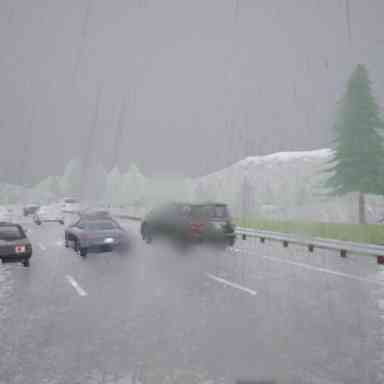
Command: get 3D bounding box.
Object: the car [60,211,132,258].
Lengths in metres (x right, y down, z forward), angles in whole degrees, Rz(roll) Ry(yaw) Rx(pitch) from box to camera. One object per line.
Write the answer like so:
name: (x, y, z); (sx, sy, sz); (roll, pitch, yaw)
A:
car: (-3.980, 1.727, 13.764); (1.994, 1.385, 4.181); (1, -1, -30)

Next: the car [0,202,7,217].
car: (-20.939, 1.874, 35.782); (1.812, 1.442, 4.674); (1, -1, -30)

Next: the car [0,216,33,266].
car: (-6.638, 1.714, 11.359); (1.895, 1.301, 4.718); (1, -1, -30)

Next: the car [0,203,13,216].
car: (-14.557, 1.769, 24.921); (1.812, 1.442, 4.674); (1, -1, -30)

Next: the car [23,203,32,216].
car: (-17.797, 1.916, 37.339); (1.812, 1.442, 4.674); (1, -1, -30)

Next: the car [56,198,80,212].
car: (-14.167, 1.646, 38.048); (2.150, 2.045, 5.566); (1, -1, -30)

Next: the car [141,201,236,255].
car: (-0.358, 1.415, 14.481); (2.150, 2.045, 5.566); (1, -1, -30)

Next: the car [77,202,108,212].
car: (-7.920, 1.846, 27.398); (1.812, 1.442, 4.674); (1, -1, -29)

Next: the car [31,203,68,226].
car: (-11.398, 1.811, 26.442); (1.812, 1.442, 4.674); (1, -1, -30)
